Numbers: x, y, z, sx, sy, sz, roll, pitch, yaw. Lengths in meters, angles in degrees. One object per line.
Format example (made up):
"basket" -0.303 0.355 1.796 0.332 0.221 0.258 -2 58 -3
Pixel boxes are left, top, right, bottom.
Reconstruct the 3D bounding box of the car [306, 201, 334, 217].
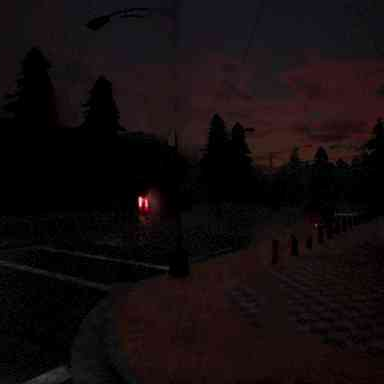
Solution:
"car" 12.711 1.679 33.010 1.837 1.490 4.892 -1 -1 35

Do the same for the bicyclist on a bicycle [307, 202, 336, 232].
"bicyclist on a bicycle" 7.160 1.403 18.356 1.656 1.620 0.582 -1 -1 35
